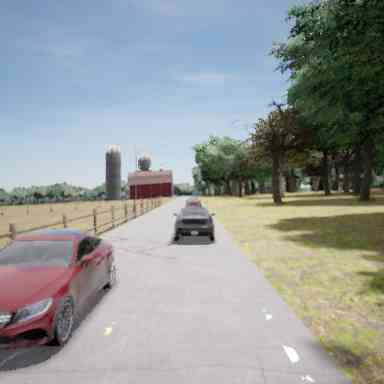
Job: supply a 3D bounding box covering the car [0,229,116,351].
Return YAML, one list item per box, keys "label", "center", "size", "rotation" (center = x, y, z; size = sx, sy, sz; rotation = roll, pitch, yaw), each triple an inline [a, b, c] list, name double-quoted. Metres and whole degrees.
- label: "car"
  center: [-2.742, 1.518, 6.417]
  size: [1.812, 1.442, 4.674]
  rotation: [0, 0, 0]

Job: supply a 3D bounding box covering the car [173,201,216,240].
- label: "car"
  center: [0.117, 1.461, 16.513]
  size: [1.837, 1.490, 4.892]
  rotation: [0, 1, 0]

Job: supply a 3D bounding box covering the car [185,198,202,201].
- label: "car"
  center: [0.168, 1.378, 38.154]
  size: [1.812, 1.442, 4.674]
  rotation: [0, 0, 0]
